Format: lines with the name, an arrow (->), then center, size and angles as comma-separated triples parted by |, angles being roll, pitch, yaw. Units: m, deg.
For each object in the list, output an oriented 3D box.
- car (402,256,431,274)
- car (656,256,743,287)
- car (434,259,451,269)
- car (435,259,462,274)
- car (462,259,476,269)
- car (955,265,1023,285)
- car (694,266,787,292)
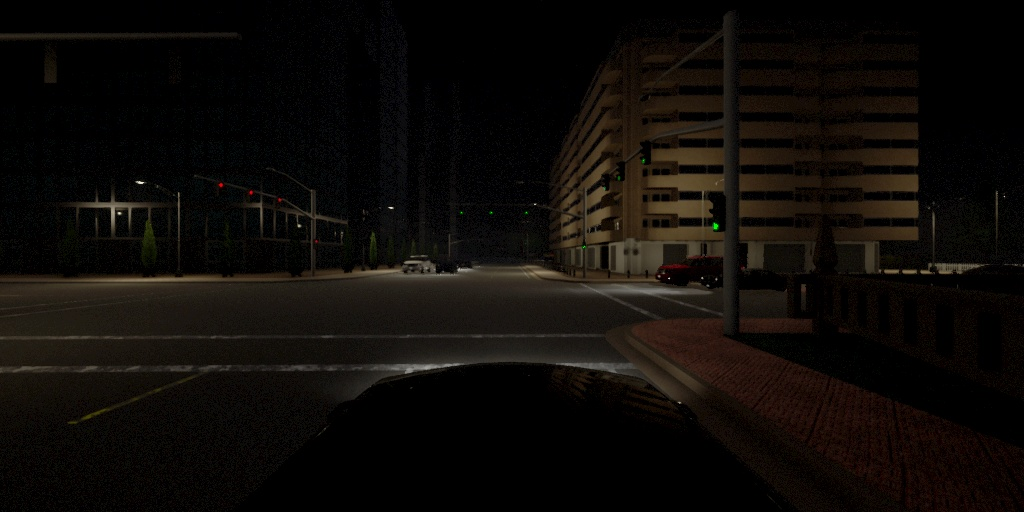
car -> -10.834, 0.967, 41.159 | 2.150, 2.045, 5.566 | 0, 0, 0
car -> 12.773, 1.023, 24.395 | 5.566, 2.045, 2.150 | 0, 0, -1
car -> -10.916, 1.269, 56.691 | 1.812, 1.442, 4.674 | 0, 0, 0
car -> -7.330, 1.291, 40.786 | 2.033, 1.411, 5.357 | 0, 0, 0
car -> -7.416, 1.234, 56.679 | 2.128, 1.511, 4.902 | 0, 0, 0
car -> 33.238, 1.328, 24.618 | 4.674, 1.442, 1.812 | 0, 0, -1
car -> 13.616, 1.404, 20.903 | 4.718, 1.301, 1.895 | 0, 0, -1
